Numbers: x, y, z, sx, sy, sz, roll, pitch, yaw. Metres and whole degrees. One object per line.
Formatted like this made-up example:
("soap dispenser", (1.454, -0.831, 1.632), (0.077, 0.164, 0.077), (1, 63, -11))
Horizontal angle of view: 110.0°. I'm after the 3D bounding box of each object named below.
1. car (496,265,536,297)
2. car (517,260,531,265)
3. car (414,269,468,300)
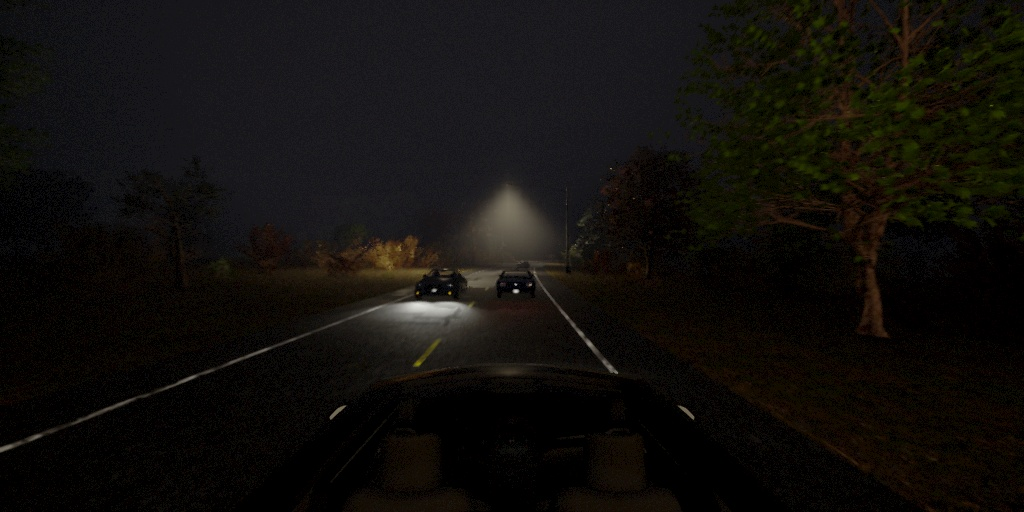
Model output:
("car", (0.232, 1.358, 18.840), (1.895, 1.301, 4.718), (0, 0, 1))
("car", (1.773, 1.302, 55.242), (2.128, 1.511, 4.902), (0, 0, 4))
("car", (-3.374, 1.318, 17.686), (1.994, 1.385, 4.181), (0, 0, 1))
